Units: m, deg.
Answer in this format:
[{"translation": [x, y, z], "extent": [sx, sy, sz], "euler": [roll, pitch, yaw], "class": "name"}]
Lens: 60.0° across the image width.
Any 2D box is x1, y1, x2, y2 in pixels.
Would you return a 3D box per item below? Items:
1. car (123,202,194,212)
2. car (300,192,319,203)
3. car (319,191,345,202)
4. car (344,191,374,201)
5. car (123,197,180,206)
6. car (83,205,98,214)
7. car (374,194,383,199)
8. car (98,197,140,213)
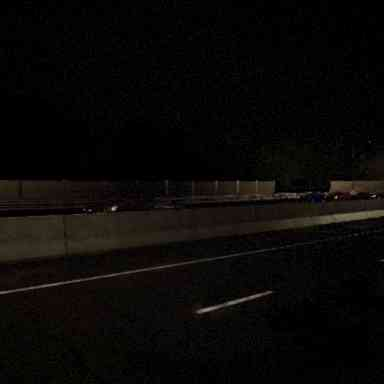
[{"translation": [-1.444, 1.489, 20.272], "extent": [4.718, 1.301, 1.895], "euler": [-1, 1, -36], "class": "car"}, {"translation": [17.429, 0.785, 47.460], "extent": [5.008, 1.535, 1.882], "euler": [-1, 1, -36], "class": "car"}, {"translation": [19.647, 0.667, 44.752], "extent": [4.553, 1.767, 2.097], "euler": [-1, 1, -36], "class": "car"}, {"translation": [21.673, 0.832, 41.901], "extent": [4.892, 1.490, 1.837], "euler": [-1, 1, -36], "class": "car"}, {"translation": [-2.096, 1.353, 24.122], "extent": [4.902, 1.511, 2.128], "euler": [-1, 0, -36], "class": "car"}, {"translation": [-6.735, 1.393, 29.404], "extent": [5.357, 1.411, 2.033], "euler": [-1, 1, -36], "class": "car"}, {"translation": [23.788, 0.842, 39.115], "extent": [4.892, 1.490, 1.837], "euler": [-2, 1, -36], "class": "car"}, {"translation": [-4.736, 1.208, 26.532], "extent": [4.553, 1.767, 2.097], "euler": [-1, 1, -36], "class": "car"}]
